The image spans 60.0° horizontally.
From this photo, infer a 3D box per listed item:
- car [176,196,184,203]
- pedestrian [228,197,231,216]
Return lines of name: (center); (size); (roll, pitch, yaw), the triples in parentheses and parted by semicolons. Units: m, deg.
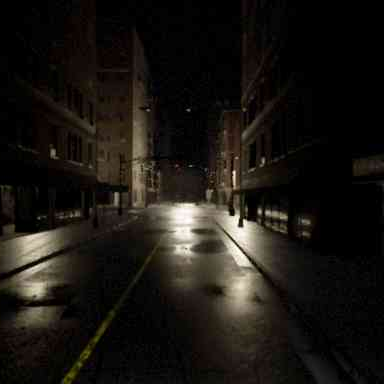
car: (-3.034, 2.056, 86.231); (2.097, 1.767, 4.553); (0, 0, 0)
pedestrian: (3.601, 1.420, 32.170); (0.375, 1.860, 0.375); (0, 0, 0)
